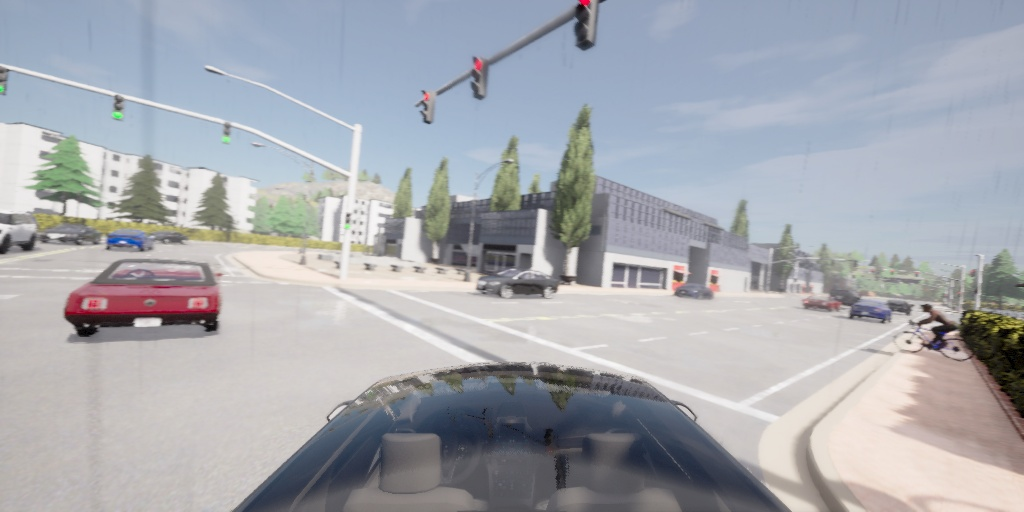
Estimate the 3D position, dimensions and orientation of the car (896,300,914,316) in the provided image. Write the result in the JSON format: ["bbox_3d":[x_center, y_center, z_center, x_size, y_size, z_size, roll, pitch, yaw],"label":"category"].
[{"bbox_3d":[40.973,5.410,38.078,4.892,1.490,1.837,5,0,-39],"label":"car"}]

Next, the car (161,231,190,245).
[{"bbox_3d":[-38.173,-2.045,39.659,1.837,1.490,4.892,5,0,-14],"label":"car"}]

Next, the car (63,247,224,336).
[{"bbox_3d":[-7.398,0.698,7.666,1.895,1.301,4.718,6,-1,-39],"label":"car"}]

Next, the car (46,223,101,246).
[{"bbox_3d":[-32.264,-1.607,26.378,2.128,1.511,4.902,6,0,-33],"label":"car"}]

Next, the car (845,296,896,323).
[{"bbox_3d":[25.702,3.890,25.679,4.674,1.442,1.812,6,-1,-39],"label":"car"}]

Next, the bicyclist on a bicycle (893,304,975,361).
[{"bbox_3d":[13.095,2.336,11.155,0.582,1.620,1.656,-2,4,-38],"label":"bicyclist on a bicycle"}]

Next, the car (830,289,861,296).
[{"bbox_3d":[35.407,4.601,38.160,5.566,2.045,2.150,6,0,-39],"label":"car"}]

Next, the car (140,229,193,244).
[{"bbox_3d":[-42.823,-2.400,44.652,2.033,1.411,5.357,5,0,-9],"label":"car"}]

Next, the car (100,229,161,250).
[{"bbox_3d":[-27.795,-1.200,26.278,1.882,1.535,5.008,5,0,-37],"label":"car"}]

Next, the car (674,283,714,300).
[{"bbox_3d":[16.098,3.070,31.635,4.181,1.385,1.994,6,-1,-39],"label":"car"}]

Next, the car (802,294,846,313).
[{"bbox_3d":[27.356,4.169,31.599,4.718,1.301,1.895,6,-1,-38],"label":"car"}]

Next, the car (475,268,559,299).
[{"bbox_3d":[0.365,1.410,18.880,4.902,1.511,2.128,6,-1,-39],"label":"car"}]

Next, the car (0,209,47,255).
[{"bbox_3d":[-24.856,-1.255,16.963,2.150,2.045,5.566,6,-1,-41],"label":"car"}]
